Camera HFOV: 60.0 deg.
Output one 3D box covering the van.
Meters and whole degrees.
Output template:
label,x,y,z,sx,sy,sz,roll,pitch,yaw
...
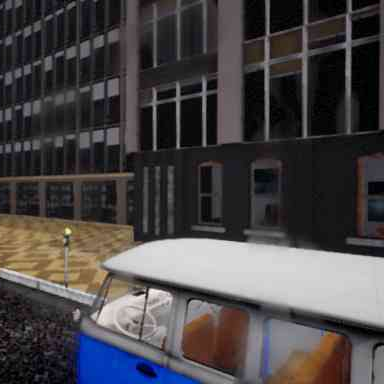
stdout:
label,x,y,z,sx,sy,sz,roll,pitch,yaw
van,0.877,1.337,2.249,3.998,1.788,1.690,1,0,35
